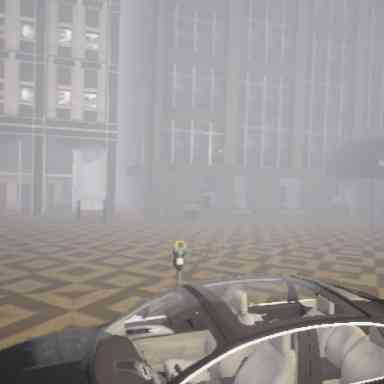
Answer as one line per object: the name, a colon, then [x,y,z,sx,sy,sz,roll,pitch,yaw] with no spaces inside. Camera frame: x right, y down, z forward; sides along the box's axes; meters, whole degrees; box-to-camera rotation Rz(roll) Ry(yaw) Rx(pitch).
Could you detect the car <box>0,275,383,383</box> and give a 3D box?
car: [0.352,1.462,2.675,4.403,1.369,2.008,1,2,-17]
